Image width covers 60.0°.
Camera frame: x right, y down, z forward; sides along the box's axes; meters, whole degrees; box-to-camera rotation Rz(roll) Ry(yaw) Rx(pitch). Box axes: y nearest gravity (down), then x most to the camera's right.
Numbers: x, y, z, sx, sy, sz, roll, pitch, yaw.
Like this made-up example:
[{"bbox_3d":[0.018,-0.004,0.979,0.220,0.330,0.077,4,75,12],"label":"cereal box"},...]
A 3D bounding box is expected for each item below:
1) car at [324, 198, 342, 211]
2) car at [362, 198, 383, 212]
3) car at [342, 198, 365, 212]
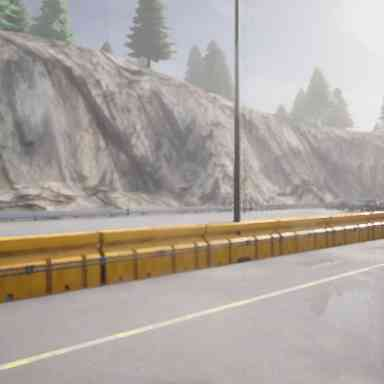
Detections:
[{"bbox_3d":[18.438,1.503,41.036,4.674,1.442,1.812,0,0,-28],"label":"car"},{"bbox_3d":[20.038,1.573,33.992,4.718,1.301,1.895,0,0,-28],"label":"car"},{"bbox_3d":[19.763,1.480,37.778,4.892,1.490,1.837,0,0,-28],"label":"car"}]
